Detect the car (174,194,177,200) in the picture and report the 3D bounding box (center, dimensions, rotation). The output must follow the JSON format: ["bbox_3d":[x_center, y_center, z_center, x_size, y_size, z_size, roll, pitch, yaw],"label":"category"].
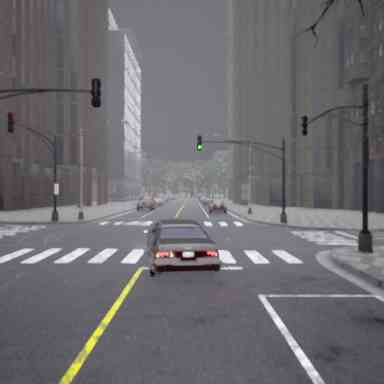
[{"bbox_3d":[-5.775,1.726,91.142,1.947,1.339,4.313,0,0,0],"label":"car"}]

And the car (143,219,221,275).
[{"bbox_3d":[-0.501,1.569,10.521,2.033,1.411,5.357,1,0,-9],"label":"car"}]

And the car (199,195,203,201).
[{"bbox_3d":[2.754,1.640,58.518,1.887,1.381,4.507,0,0,0],"label":"car"}]

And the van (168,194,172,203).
[{"bbox_3d":[-5.773,1.457,69.393,1.690,1.788,3.998,0,0,0],"label":"van"}]

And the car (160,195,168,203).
[{"bbox_3d":[-5.771,1.620,58.347,1.752,1.417,4.829,0,0,0],"label":"car"}]

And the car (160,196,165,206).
[{"bbox_3d":[-5.770,1.667,53.079,1.802,1.307,4.206,0,0,0],"label":"car"}]

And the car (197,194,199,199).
[{"bbox_3d":[2.751,1.663,80.438,1.752,1.417,4.829,0,0,0],"label":"car"}]

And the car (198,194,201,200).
[{"bbox_3d":[2.753,1.641,69.563,1.752,1.417,4.829,0,0,0],"label":"car"}]

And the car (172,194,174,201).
[{"bbox_3d":[-5.773,1.677,74.830,2.008,1.369,4.403,0,0,0],"label":"car"}]

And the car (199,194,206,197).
[{"bbox_3d":[2.754,1.650,63.956,1.887,1.381,4.507,0,0,0],"label":"car"}]

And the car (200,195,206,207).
[{"bbox_3d":[2.755,1.636,53.080,2.008,1.369,4.403,0,0,0],"label":"car"}]

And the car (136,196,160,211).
[{"bbox_3d":[-5.769,1.381,42.205,2.192,1.841,5.009,0,0,0],"label":"car"}]

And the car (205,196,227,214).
[{"bbox_3d":[2.757,1.497,36.768,1.967,1.590,4.097,0,0,0],"label":"car"}]
